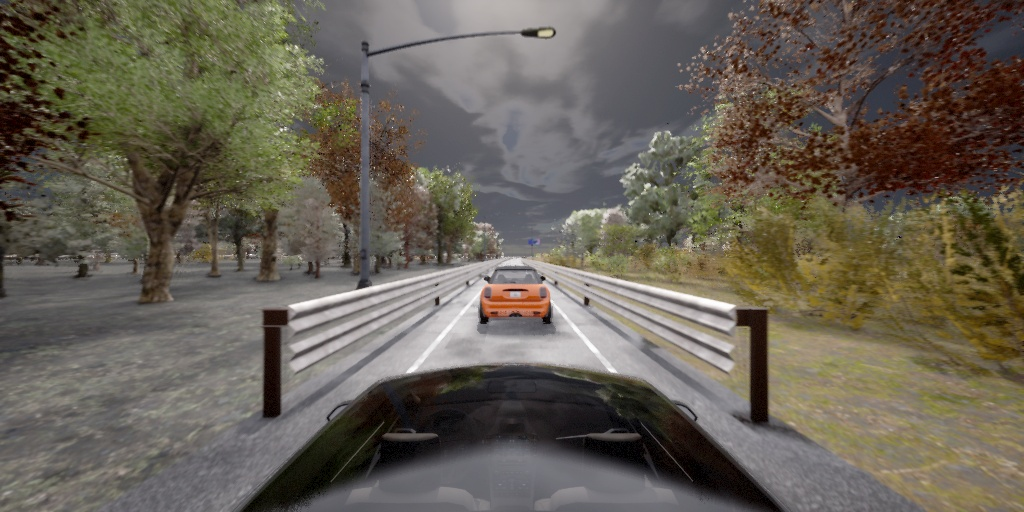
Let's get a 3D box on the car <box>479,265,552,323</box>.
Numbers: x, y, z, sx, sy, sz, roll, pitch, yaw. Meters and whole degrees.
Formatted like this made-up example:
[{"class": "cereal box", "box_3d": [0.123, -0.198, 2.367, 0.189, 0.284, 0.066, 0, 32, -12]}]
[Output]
[{"class": "car", "box_3d": [0.099, 1.104, 12.204, 2.097, 1.767, 4.553, 0, 0, 0]}]
